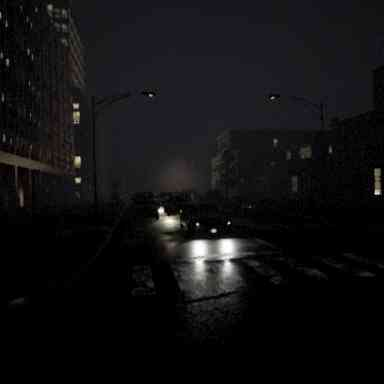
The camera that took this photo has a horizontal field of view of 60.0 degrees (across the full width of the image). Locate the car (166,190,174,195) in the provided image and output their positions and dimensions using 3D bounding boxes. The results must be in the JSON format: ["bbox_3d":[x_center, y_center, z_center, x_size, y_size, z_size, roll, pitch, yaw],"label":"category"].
[{"bbox_3d":[-5.962,0.221,90.153,1.802,1.307,4.206,-1,1,-10],"label":"car"}]

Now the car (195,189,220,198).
[{"bbox_3d":[2.286,0.552,41.007,2.192,1.841,5.009,-1,1,-10],"label":"car"}]

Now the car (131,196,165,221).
[{"bbox_3d":[-3.221,1.211,23.248,2.008,1.369,4.403,-1,1,-10],"label":"car"}]

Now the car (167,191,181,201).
[{"bbox_3d":[-3.054,0.613,56.573,1.837,1.490,4.892,-1,1,-10],"label":"car"}]

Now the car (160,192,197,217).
[{"bbox_3d":[-1.170,1.034,26.609,1.882,1.535,5.008,-1,1,-9],"label":"car"}]

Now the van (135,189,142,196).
[{"bbox_3d":[-14.230,0.197,88.766,1.690,1.788,3.998,-1,1,-10],"label":"van"}]

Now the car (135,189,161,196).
[{"bbox_3d":[-4.143,0.906,28.704,2.192,1.841,5.009,-1,1,-10],"label":"car"}]

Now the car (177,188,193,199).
[{"bbox_3d":[-1.382,0.283,62.848,2.192,1.841,5.009,-1,1,-10],"label":"car"}]

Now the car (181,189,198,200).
[{"bbox_3d":[-0.466,0.349,57.388,2.192,1.841,5.009,-1,1,-10],"label":"car"}]

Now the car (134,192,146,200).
[{"bbox_3d":[-9.640,0.749,61.469,1.947,1.339,4.313,-1,1,-10],"label":"car"}]

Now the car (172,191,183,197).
[{"bbox_3d":[-3.212,0.401,73.772,1.947,1.339,4.313,-1,1,-10],"label":"car"}]

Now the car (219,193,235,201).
[{"bbox_3d":[4.125,0.957,30.091,1.802,1.307,4.206,-1,1,-10],"label":"car"}]

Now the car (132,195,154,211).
[{"bbox_3d":[-5.055,1.072,34.168,2.008,1.369,4.403,-1,1,-10],"label":"car"}]

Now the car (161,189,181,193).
[{"bbox_3d":[-2.848,0.780,36.680,2.097,1.767,4.553,-2,1,-10],"label":"car"}]

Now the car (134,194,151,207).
[{"bbox_3d":[-5.973,0.997,39.628,1.887,1.381,4.507,-1,1,-10],"label":"car"}]

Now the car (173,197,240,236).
[{"bbox_3d":[0.489,1.230,16.770,2.033,1.411,5.357,-1,1,-10],"label":"car"}]

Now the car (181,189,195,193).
[{"bbox_3d":[-1.286,0.711,46.332,1.882,1.535,5.008,-1,1,-9],"label":"car"}]

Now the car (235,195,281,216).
[{"bbox_3d":[5.013,0.968,24.797,1.752,1.417,4.829,-1,1,-10],"label":"car"}]

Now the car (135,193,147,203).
[{"bbox_3d":[-7.779,0.845,50.381,1.752,1.417,4.829,-1,1,-10],"label":"car"}]
